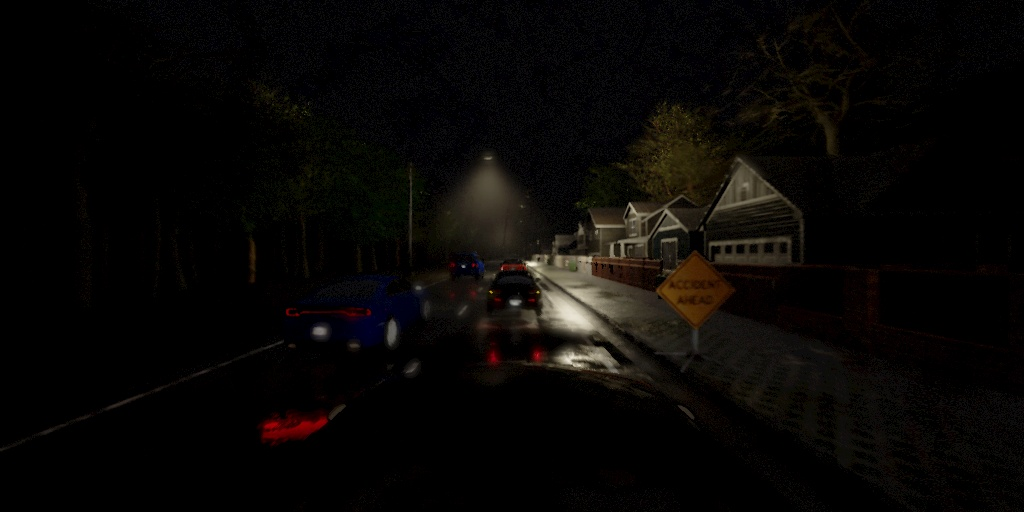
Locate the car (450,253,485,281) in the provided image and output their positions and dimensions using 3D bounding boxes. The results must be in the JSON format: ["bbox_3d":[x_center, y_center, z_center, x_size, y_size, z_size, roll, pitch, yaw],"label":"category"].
[{"bbox_3d":[-3.409,0.819,27.964,2.150,2.045,5.566,0,0,0],"label":"car"}]

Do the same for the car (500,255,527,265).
[{"bbox_3d":[0.089,0.946,28.655,2.097,1.767,4.553,0,0,0],"label":"car"}]

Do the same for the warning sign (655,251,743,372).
[{"bbox_3d":[3.051,0.841,5.982,1.300,1.860,1.060,0,0,0],"label":"warning sign"}]

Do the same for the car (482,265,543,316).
[{"bbox_3d":[0.084,1.213,13.017,1.812,1.442,4.674,0,0,0],"label":"car"}]

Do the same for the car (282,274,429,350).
[{"bbox_3d":[-3.442,1.187,8.940,1.882,1.535,5.008,0,0,0],"label":"car"}]
